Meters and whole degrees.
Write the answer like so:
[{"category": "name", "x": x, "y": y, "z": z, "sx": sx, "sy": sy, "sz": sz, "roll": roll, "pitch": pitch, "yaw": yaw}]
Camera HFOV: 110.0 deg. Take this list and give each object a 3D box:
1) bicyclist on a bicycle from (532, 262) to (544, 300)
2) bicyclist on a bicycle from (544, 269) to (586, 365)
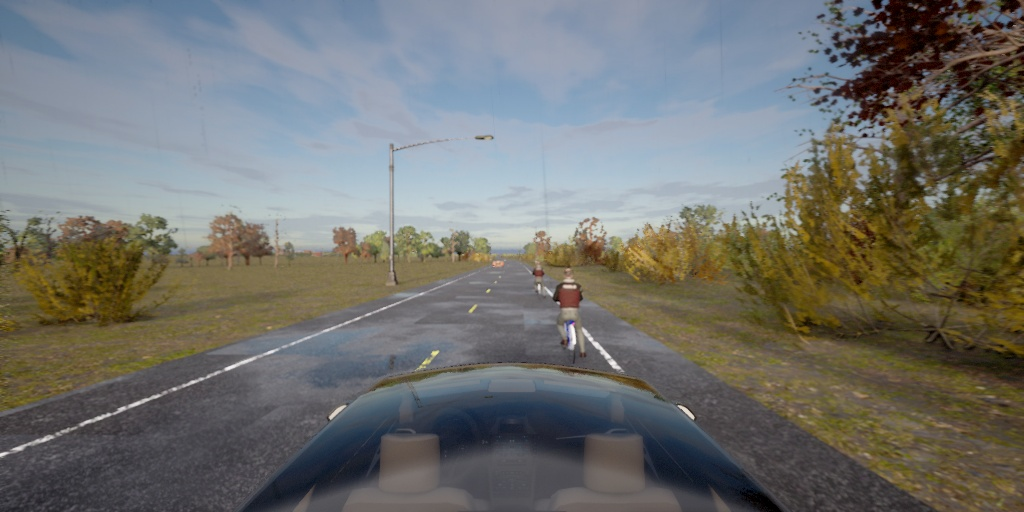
[{"category": "bicyclist on a bicycle", "x": 1.261, "y": 1.156, "z": 17.150, "sx": 0.659, "sy": 1.776, "sz": 1.843, "roll": 0, "pitch": 0, "yaw": 1}, {"category": "bicyclist on a bicycle", "x": 1.099, "y": 1.130, "z": 7.138, "sx": 0.659, "sy": 1.776, "sz": 1.843, "roll": 0, "pitch": 0, "yaw": 1}]
